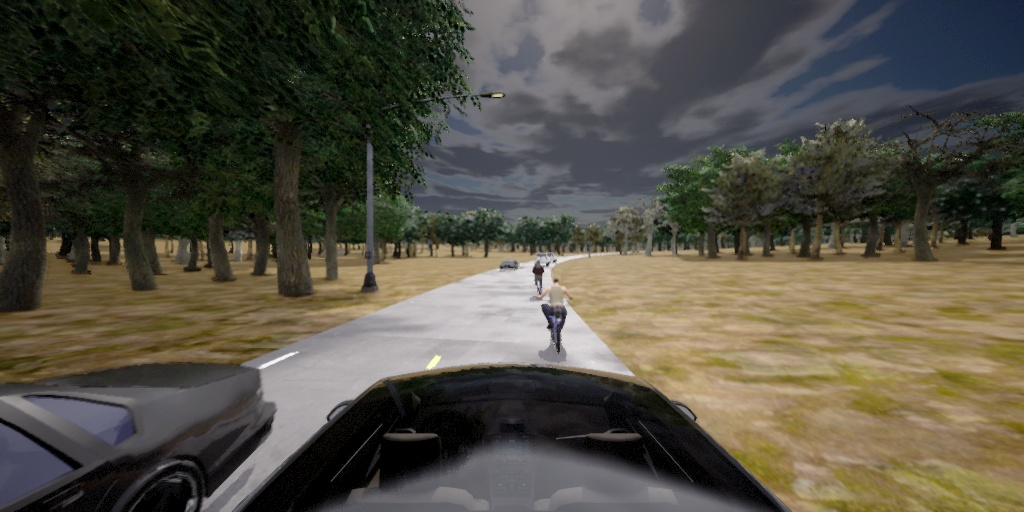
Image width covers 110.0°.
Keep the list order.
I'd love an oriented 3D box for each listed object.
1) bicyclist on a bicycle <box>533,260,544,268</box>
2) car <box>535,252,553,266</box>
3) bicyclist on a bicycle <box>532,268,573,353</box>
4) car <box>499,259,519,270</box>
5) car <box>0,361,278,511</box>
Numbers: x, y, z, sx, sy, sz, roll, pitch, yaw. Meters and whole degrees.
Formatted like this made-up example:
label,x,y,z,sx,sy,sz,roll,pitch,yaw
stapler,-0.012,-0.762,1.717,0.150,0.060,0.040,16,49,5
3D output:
label,x,y,z,sx,sy,sz,roll,pitch,yaw
bicyclist on a bicycle,1.275,1.064,17.376,0.659,1.776,1.843,0,1,3
car,4.944,0.510,57.759,2.150,2.045,5.566,0,0,10
bicyclist on a bicycle,0.940,1.167,7.801,0.866,1.612,1.509,0,1,1
car,-0.295,1.012,43.985,1.994,1.385,4.181,0,1,8
car,-3.084,1.299,0.902,2.033,1.411,5.357,0,0,0
